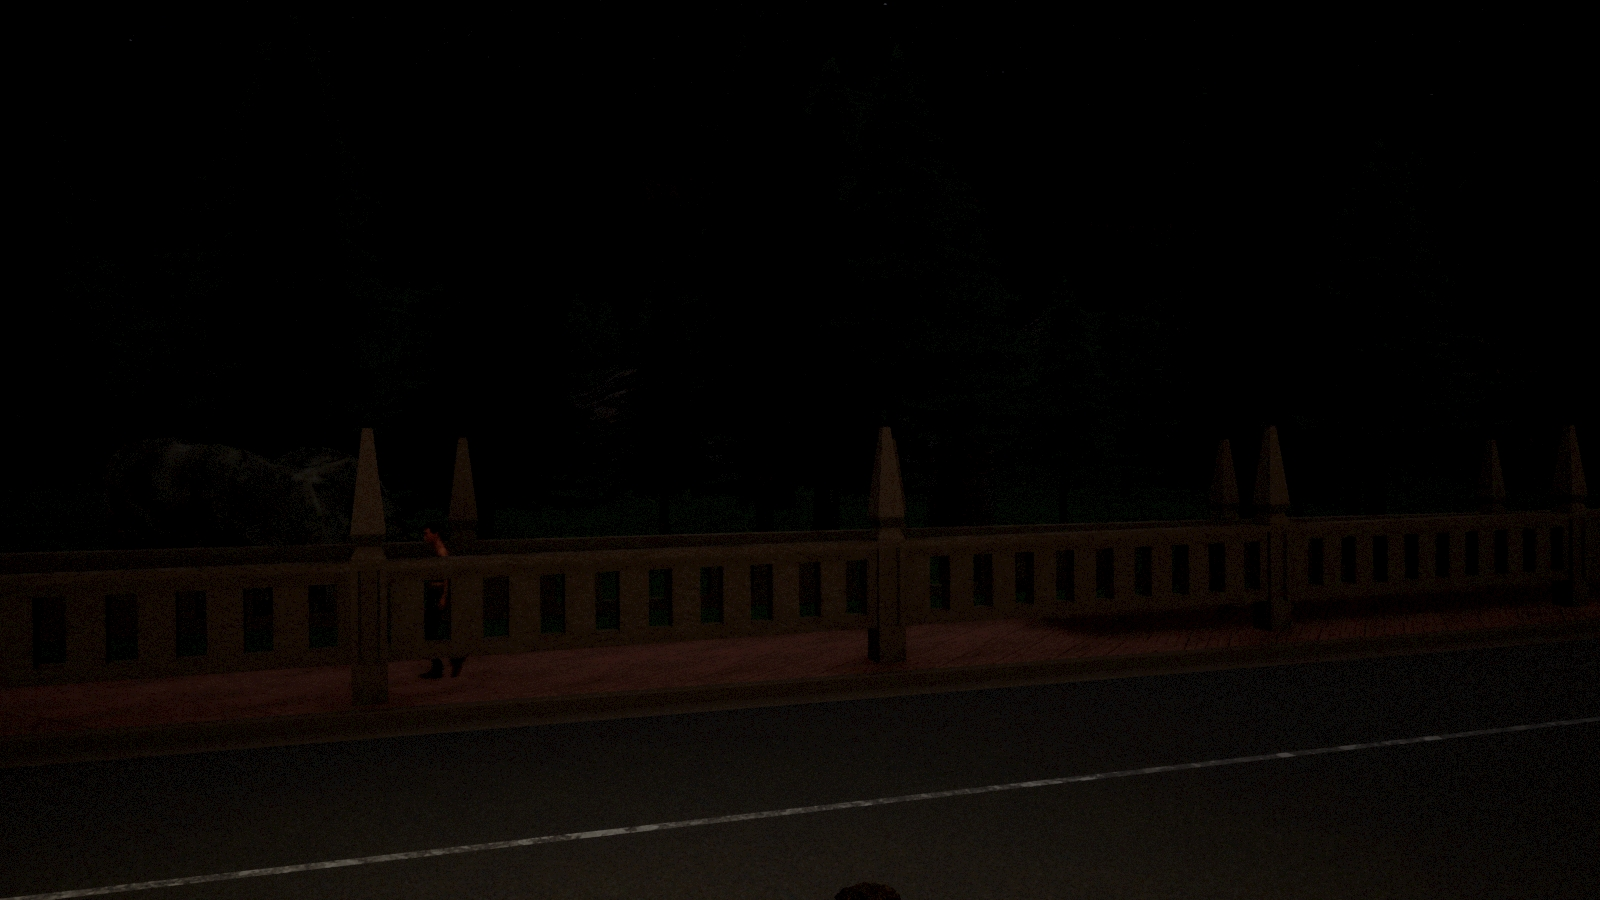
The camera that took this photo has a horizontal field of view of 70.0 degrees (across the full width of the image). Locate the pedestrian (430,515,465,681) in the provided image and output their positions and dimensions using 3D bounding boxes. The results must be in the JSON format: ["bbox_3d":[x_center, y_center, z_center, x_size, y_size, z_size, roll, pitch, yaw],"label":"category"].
[{"bbox_3d":[-4.077,1.694,13.208,0.375,1.860,0.375,0,0,-20],"label":"pedestrian"}]
